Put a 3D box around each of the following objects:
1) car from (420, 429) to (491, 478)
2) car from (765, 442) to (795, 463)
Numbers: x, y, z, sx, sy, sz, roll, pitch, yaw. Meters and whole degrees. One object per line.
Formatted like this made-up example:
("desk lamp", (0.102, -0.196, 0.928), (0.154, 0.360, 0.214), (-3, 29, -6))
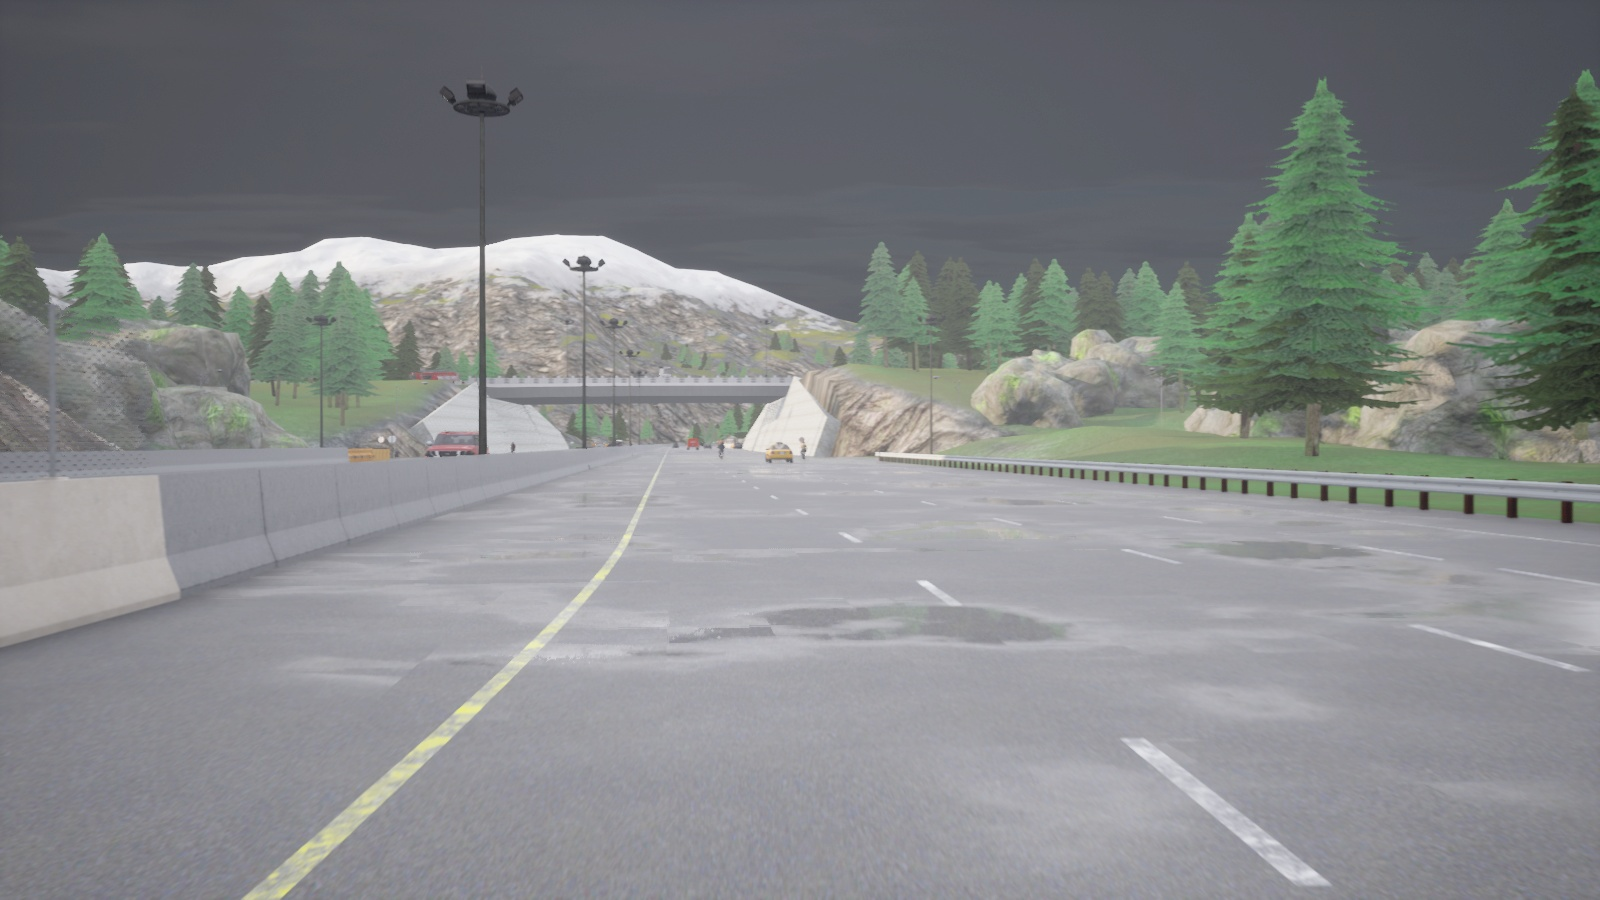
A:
("car", (-15.183, 0.143, 55.648), (2.150, 2.045, 5.566), (0, 0, -6))
("car", (-1.517, 0.154, 94.139), (1.801, 1.575, 5.366), (0, 0, -6))
